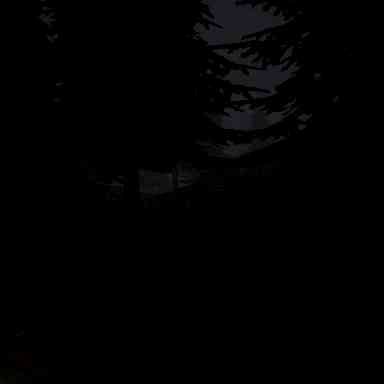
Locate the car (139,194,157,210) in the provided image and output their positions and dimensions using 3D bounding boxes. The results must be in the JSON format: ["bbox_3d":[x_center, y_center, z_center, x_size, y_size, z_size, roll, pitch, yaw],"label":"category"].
[{"bbox_3d":[-6.493,1.205,39.278,2.150,2.045,5.566,0,0,37],"label":"car"}]
